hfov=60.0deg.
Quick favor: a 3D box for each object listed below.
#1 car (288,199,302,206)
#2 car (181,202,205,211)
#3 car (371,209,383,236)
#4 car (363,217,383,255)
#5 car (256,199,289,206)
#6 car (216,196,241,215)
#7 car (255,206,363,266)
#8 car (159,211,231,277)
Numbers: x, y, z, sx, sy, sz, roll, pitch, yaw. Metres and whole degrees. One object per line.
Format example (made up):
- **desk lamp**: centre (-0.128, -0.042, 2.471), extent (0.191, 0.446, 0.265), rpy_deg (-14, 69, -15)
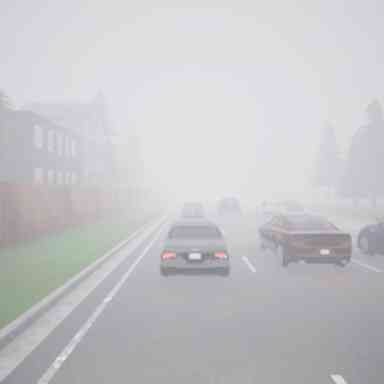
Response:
- **car**: centre (10.595, 1.473, 36.617), extent (1.994, 1.385, 4.181), rpy_deg (0, 0, 0)
- **car**: centre (0.082, 1.481, 26.531), extent (2.033, 1.411, 5.357), rpy_deg (0, 0, 0)
- **car**: centre (10.592, 1.562, 15.526), extent (1.895, 1.301, 4.718), rpy_deg (0, 0, 0)
- **car**: centre (7.076, 1.325, 10.273), extent (2.097, 1.767, 4.553), rpy_deg (0, 0, 0)
- **car**: centre (7.091, 1.524, 30.526), extent (1.895, 1.301, 4.718), rpy_deg (0, 0, 0)
- **car**: centre (3.592, 1.268, 33.316), extent (2.097, 1.767, 4.553), rpy_deg (0, 0, 0)
- **car**: centre (3.580, 1.449, 11.409), extent (1.882, 1.535, 5.008), rpy_deg (0, 0, 0)
- **car**: centre (0.079, 1.521, 10.169), extent (2.033, 1.411, 5.357), rpy_deg (0, 0, 0)
